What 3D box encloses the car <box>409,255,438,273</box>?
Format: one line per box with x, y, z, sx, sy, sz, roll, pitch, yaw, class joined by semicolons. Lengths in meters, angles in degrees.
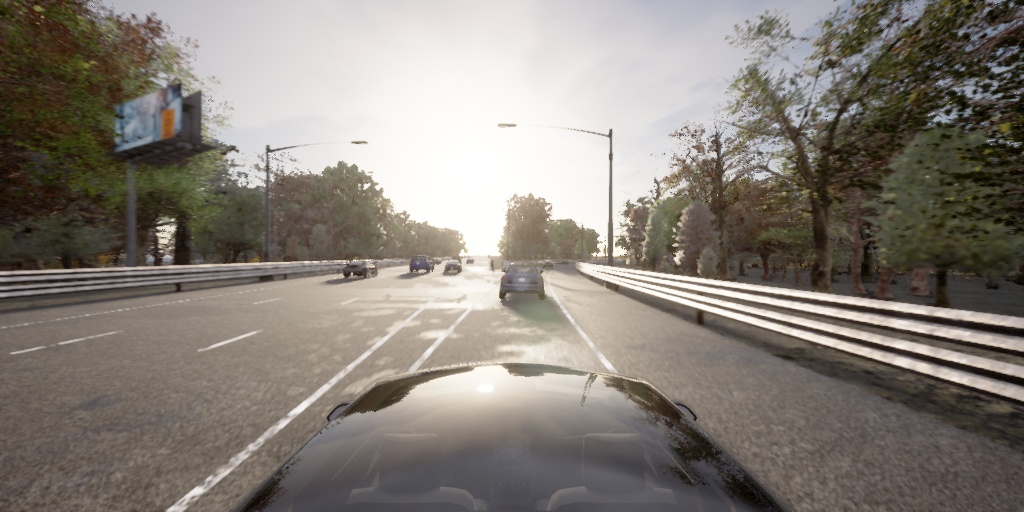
-10.521;0.913;42.099;2.150;2.045;5.566;0;0;-4;car

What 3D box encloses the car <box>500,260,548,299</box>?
0.572;1.112;18.536;2.097;1.767;4.553;1;0;3;car

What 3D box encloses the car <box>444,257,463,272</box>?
-7.159;1.237;44.137;1.812;1.442;4.674;0;0;-4;car

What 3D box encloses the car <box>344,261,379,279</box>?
-13.320;1.180;31.895;1.837;1.490;4.892;0;0;-4;car
